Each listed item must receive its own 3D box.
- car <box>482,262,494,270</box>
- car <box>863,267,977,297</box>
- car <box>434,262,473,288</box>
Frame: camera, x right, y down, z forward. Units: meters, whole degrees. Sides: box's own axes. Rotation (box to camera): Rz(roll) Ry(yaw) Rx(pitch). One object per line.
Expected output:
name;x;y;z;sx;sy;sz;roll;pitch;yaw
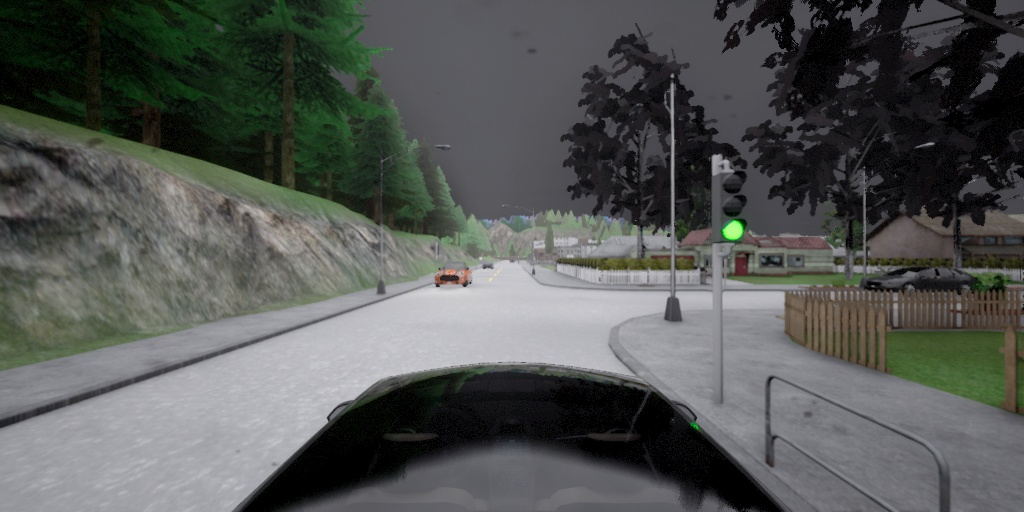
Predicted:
car;-3.989;1.637;60.196;2.033;1.411;5.357;0;0;0
car;21.920;1.351;19.377;4.892;1.490;1.837;-1;0;0
car;-3.995;1.179;25.110;2.097;1.767;4.553;0;-1;0
